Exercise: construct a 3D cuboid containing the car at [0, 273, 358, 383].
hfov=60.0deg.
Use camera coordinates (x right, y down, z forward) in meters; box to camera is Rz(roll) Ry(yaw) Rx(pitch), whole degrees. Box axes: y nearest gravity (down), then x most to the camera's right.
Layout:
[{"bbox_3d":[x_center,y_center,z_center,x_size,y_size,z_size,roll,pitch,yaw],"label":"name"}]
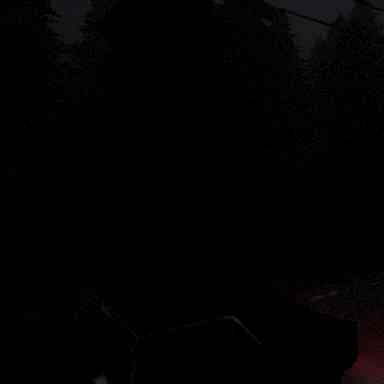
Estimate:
[{"bbox_3d":[-0.644,1.588,2.994,4.718,1.301,1.895,0,0,-34],"label":"car"}]
